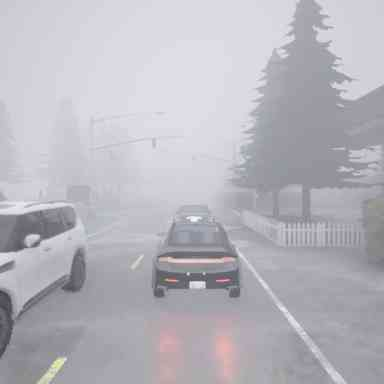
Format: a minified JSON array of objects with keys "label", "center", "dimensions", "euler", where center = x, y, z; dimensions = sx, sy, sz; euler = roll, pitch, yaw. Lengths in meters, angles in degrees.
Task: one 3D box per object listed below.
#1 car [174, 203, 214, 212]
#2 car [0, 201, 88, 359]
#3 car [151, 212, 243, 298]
[{"label":"car","center":[0.101,1.348,17.670],"dimensions":[2.097,1.767,4.553],"euler":[0,0,0]},{"label":"car","center":[-3.590,1.220,5.983],"dimensions":[2.150,2.045,5.566],"euler":[0,0,0]},{"label":"car","center":[0.100,1.490,8.517],"dimensions":[2.128,1.511,4.902],"euler":[0,0,0]}]
